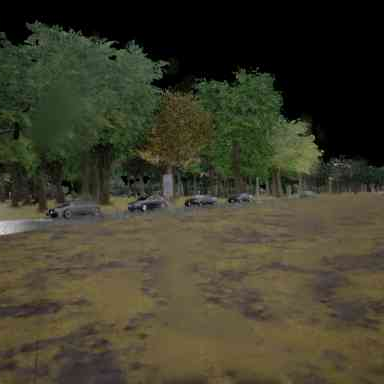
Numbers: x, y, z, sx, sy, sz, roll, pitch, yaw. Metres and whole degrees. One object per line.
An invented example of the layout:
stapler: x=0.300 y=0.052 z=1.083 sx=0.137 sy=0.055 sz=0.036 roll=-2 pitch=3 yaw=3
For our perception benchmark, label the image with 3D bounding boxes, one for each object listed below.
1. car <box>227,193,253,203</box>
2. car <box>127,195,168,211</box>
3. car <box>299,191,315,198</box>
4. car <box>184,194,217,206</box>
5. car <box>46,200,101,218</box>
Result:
car: x=7.386 y=0.867 z=50.522 sx=2.033 sy=1.411 sz=5.357 roll=-3 pitch=-1 yaw=36
car: x=-4.468 y=1.133 z=33.824 sx=1.837 sy=1.490 sz=4.892 roll=-3 pitch=-1 yaw=35
car: x=22.987 y=0.450 z=66.267 sx=2.033 sy=1.411 sz=5.357 roll=-3 pitch=-1 yaw=35
car: x=1.197 y=1.025 z=41.827 sx=2.033 sy=1.411 sz=5.357 roll=-3 pitch=-1 yaw=35
car: x=-9.454 y=1.330 z=26.739 sx=1.994 sy=1.385 sz=4.181 roll=-3 pitch=-1 yaw=36
